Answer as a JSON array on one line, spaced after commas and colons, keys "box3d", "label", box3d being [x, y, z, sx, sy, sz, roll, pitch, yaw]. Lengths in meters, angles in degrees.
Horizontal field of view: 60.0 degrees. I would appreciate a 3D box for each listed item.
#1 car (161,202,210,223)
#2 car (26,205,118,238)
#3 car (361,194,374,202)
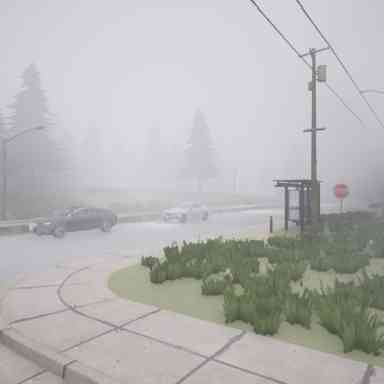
[{"box3d": [-0.380, 1.526, 25.887, 1.812, 1.442, 4.674, 0, 0, 36], "label": "car"}, {"box3d": [-6.226, 1.491, 17.814, 2.128, 1.511, 4.902, 0, 0, 36], "label": "car"}, {"box3d": [40.356, 1.355, 76.511, 2.097, 1.767, 4.553, 0, 0, 36], "label": "car"}]
